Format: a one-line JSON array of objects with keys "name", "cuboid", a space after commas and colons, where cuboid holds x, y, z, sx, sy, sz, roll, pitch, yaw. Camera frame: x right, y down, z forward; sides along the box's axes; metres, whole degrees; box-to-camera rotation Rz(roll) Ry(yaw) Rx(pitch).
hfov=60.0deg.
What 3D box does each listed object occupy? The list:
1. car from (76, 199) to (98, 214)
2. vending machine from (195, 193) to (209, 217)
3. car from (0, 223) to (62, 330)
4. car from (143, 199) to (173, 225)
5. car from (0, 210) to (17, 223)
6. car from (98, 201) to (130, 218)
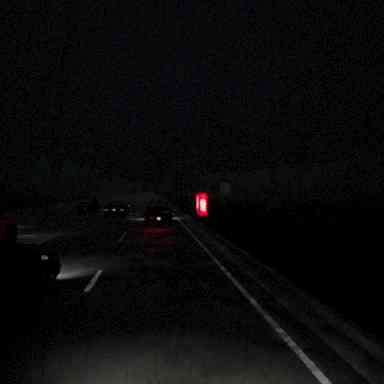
[{"name": "car", "cuboid": [-10.782, 1.433, 34.996, 1.882, 1.535, 5.008, 0, 0, -7]}, {"name": "vending machine", "cuboid": [0.911, 1.107, 29.436, 1.100, 2.100, 0.880, 0, 0, -7]}, {"name": "car", "cuboid": [-3.806, 1.550, 5.623, 2.033, 1.411, 5.357, 0, 0, -7]}, {"name": "car", "cuboid": [-2.375, 1.449, 23.373, 1.837, 1.490, 4.892, 0, 0, -7]}, {"name": "car", "cuboid": [-8.048, 1.230, 11.384, 2.150, 2.045, 5.566, 0, 0, -6]}, {"name": "car", "cuboid": [-6.603, 1.498, 29.415, 2.033, 1.411, 5.357, 0, 0, -7]}]
